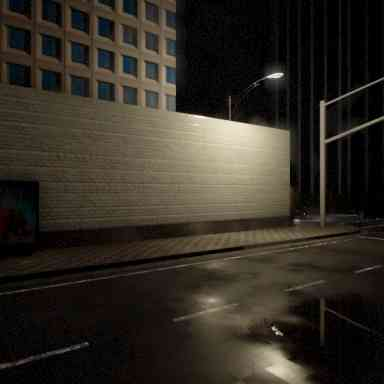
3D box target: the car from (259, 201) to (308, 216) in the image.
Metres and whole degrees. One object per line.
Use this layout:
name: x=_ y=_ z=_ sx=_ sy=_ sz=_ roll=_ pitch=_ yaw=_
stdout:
car: x=9.339 y=1.656 z=34.316 sx=1.895 sy=1.301 sz=4.718 roll=0 pitch=0 yaw=-36

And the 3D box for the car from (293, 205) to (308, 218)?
car: x=8.138 y=1.581 z=29.990 sx=1.812 sy=1.442 sz=4.674 roll=0 pitch=0 yaw=-36

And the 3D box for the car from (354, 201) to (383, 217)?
car: x=17.103 y=1.562 z=29.857 sx=1.837 sy=1.490 sz=4.892 roll=0 pitch=0 yaw=-36
